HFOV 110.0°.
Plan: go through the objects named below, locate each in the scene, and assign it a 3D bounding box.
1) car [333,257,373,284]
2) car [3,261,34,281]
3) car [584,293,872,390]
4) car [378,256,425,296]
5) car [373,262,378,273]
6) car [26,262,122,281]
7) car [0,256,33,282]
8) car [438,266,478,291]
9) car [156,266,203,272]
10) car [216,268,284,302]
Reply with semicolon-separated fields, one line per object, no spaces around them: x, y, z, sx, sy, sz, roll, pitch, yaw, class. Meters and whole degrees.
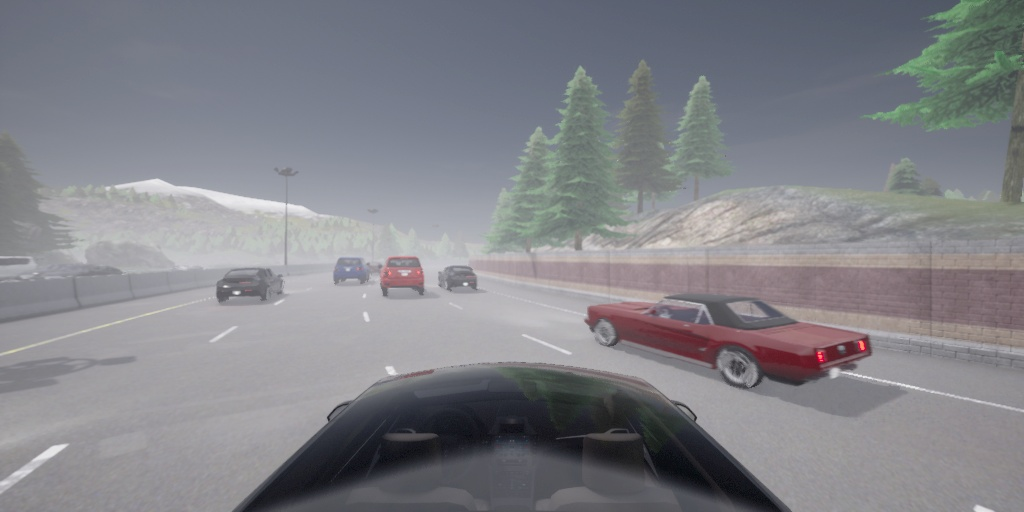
-12.808;1.116;28.849;2.150;2.045;5.566;0;0;-17;car
-34.378;1.329;27.254;2.128;1.511;4.902;0;0;-15;car
3.578;1.392;7.086;1.895;1.301;4.718;0;0;-28;car
-6.314;1.069;20.451;2.150;2.045;5.566;0;-1;-20;car
-16.119;1.447;42.332;1.882;1.535;5.008;0;0;-11;car
-30.203;1.326;25.305;2.128;1.511;4.902;0;0;-16;car
-37.581;1.042;25.641;2.150;2.045;5.566;0;0;-15;car
-3.574;1.381;23.186;1.837;1.490;4.892;0;0;-21;car
-28.009;1.472;30.530;1.895;1.301;4.718;0;0;-14;car
-12.679;1.327;17.617;1.837;1.490;4.892;0;0;-21;car
